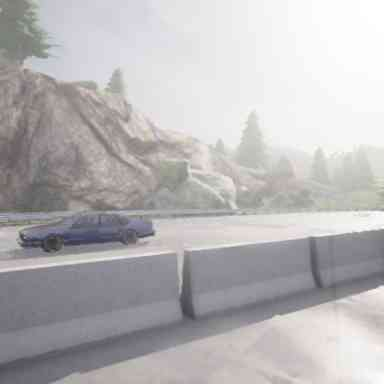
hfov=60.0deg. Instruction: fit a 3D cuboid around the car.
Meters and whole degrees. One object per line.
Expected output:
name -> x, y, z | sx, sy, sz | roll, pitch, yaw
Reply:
car -> -4.154, 1.521, 13.702 | 5.357, 1.411, 2.033 | 0, 0, -33
